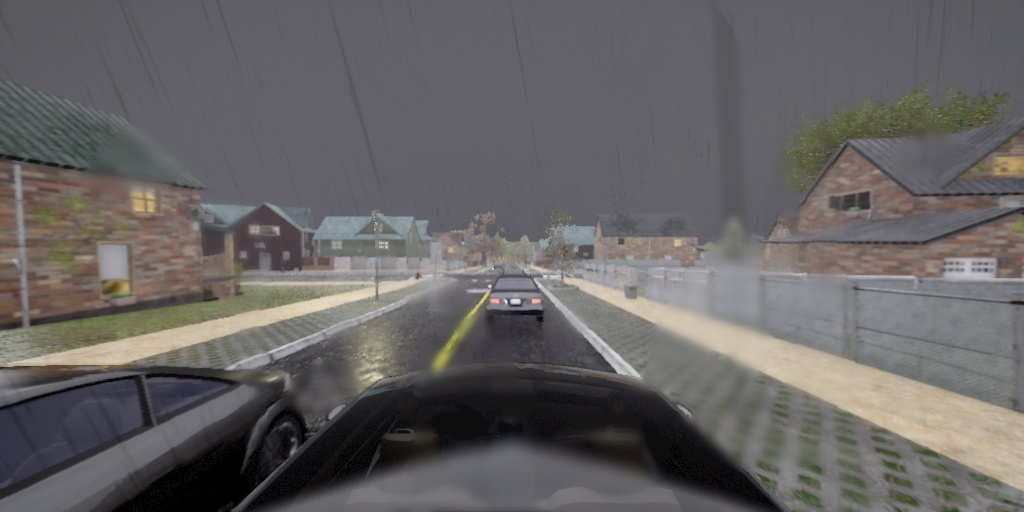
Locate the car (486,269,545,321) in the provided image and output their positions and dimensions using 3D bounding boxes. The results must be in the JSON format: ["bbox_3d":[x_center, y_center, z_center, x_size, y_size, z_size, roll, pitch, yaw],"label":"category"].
[{"bbox_3d":[0.102,1.354,12.700,2.033,1.411,5.357,0,0,0],"label":"car"}]

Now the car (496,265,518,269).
[{"bbox_3d":[0.097,1.483,24.510,1.895,1.301,4.718,0,0,0],"label":"car"}]

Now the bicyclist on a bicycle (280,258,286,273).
[{"bbox_3d":[-24.873,1.001,39.001,0.582,1.620,1.656,0,3,-16],"label":"bicyclist on a bicycle"}]

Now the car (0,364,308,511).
[{"bbox_3d":[-2.848,1.313,1.549,1.994,1.385,4.181,0,0,0],"label":"car"}]
